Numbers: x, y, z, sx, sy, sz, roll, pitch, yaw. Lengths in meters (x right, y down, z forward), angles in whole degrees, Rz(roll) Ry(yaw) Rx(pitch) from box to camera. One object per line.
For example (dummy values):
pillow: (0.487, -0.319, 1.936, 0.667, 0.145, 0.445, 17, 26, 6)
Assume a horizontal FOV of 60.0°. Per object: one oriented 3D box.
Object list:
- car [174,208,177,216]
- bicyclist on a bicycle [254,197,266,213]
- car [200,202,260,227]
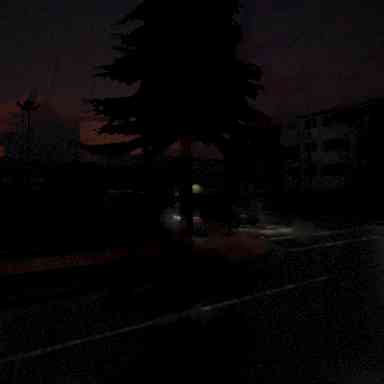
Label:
car: (-3.219, 1.592, 31.565, 1.994, 1.385, 4.181, 0, 0, -35)
bicyclist on a bicycle: (6.746, 1.332, 32.981, 1.656, 1.620, 0.582, 0, 0, -35)
car: (2.549, 1.506, 23.356, 1.882, 1.535, 5.008, 0, 0, -35)
